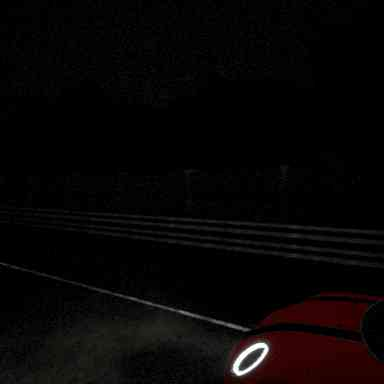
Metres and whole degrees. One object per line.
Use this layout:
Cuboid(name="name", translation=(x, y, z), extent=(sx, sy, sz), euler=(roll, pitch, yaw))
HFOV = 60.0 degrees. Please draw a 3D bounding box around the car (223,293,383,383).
Cuboid(name="car", translation=(2.451, 1.356, 2.246), extent=(4.553, 1.767, 2.097), euler=(0, 0, 36))
